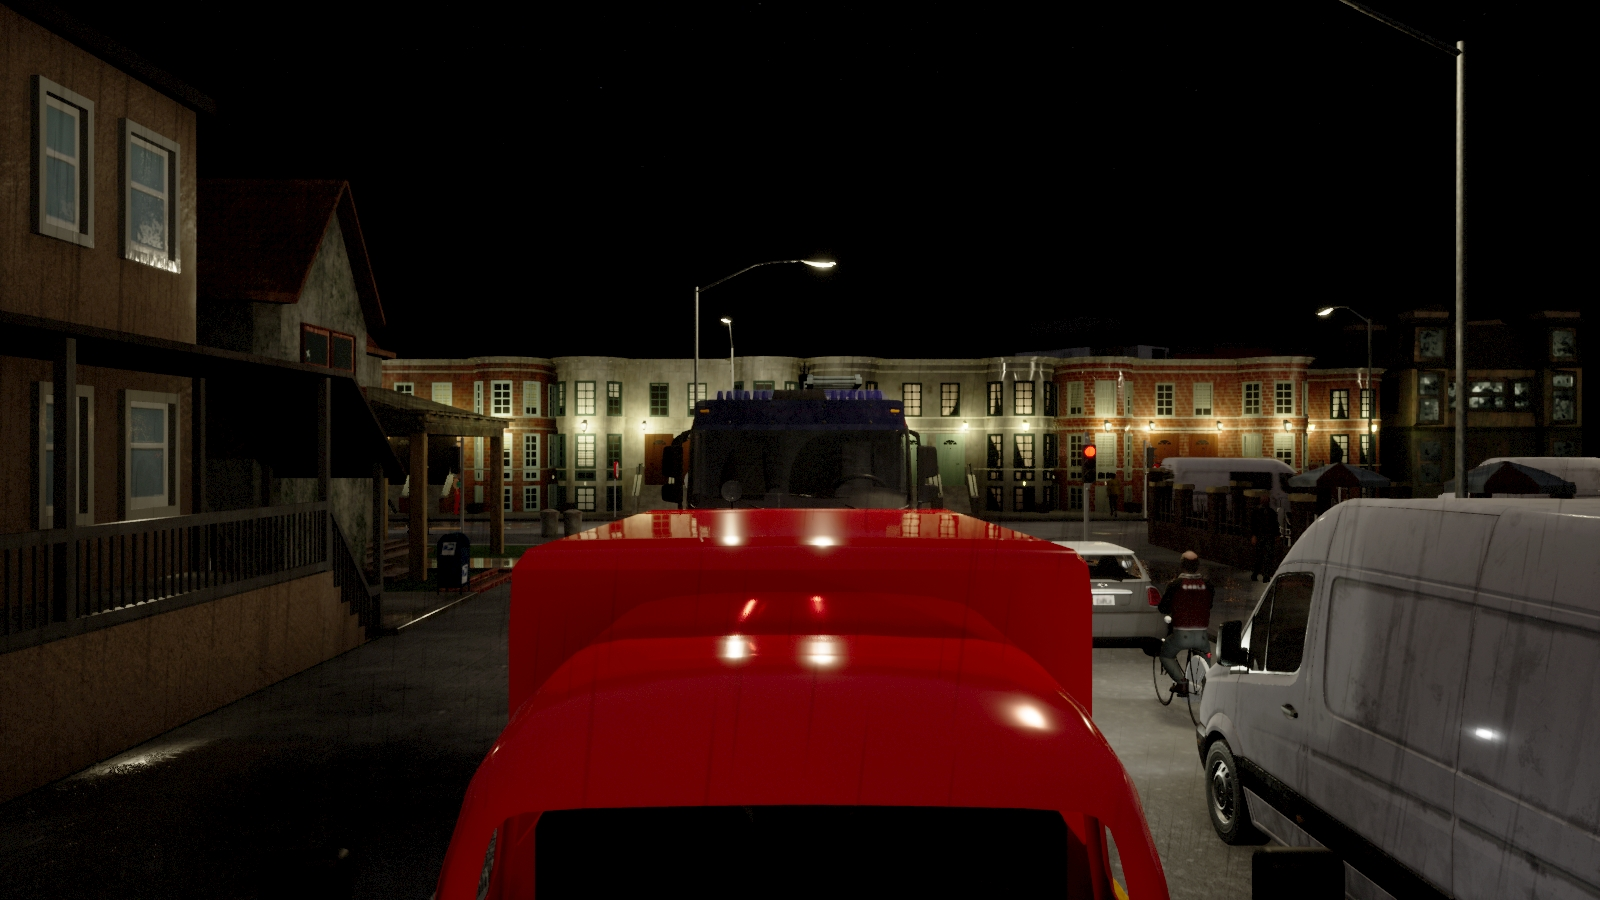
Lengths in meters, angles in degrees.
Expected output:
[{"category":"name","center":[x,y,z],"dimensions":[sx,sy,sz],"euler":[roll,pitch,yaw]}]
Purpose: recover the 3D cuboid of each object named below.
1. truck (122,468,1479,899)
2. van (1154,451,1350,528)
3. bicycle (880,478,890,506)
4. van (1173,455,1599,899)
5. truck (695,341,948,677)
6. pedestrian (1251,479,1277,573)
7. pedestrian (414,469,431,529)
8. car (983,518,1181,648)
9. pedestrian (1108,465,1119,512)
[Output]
[{"category":"truck","center":[-0.002,1.351,4.813],"dimensions":[2.627,2.467,5.204],"euler":[0,0,0]},{"category":"van","center":[15.445,1.331,39.254],"dimensions":[5.915,2.561,1.988],"euler":[0,0,0]},{"category":"bicycle","center":[4.005,1.963,53.762],"dimensions":[0.329,1.271,1.835],"euler":[0,0,0]},{"category":"van","center":[4.008,1.318,6.281],"dimensions":[1.988,2.561,5.915],"euler":[0,0,0]},{"category":"truck","center":[0.275,0.678,17.256],"dimensions":[2.891,3.827,8.468],"euler":[0,0,0]},{"category":"pedestrian","center":[9.360,1.528,23.040],"dimensions":[0.375,1.860,0.375],"euler":[0,0,0]},{"category":"pedestrian","center":[-11.799,1.541,35.731],"dimensions":[0.375,1.860,0.375],"euler":[0,0,6]},{"category":"car","center":[3.996,1.852,16.834],"dimensions":[1.970,1.475,3.806],"euler":[0,0,0]},{"category":"pedestrian","center":[12.621,1.544,46.041],"dimensions":[0.375,1.860,0.375],"euler":[0,0,6]}]
